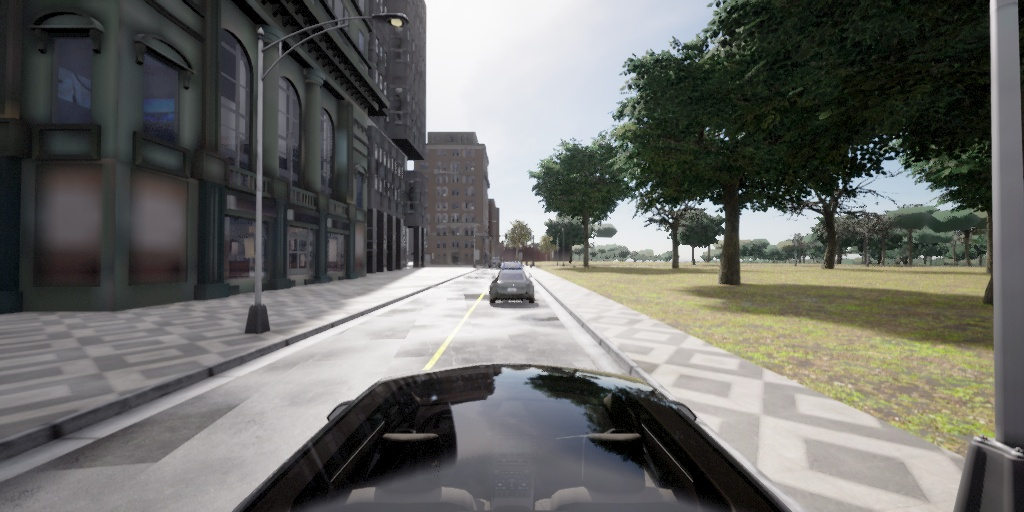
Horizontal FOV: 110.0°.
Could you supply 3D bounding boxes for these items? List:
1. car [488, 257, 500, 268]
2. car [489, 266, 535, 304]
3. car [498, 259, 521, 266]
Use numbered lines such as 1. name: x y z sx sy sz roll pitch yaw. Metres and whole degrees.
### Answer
1. car: -3.000 1.246 63.479 2.150 2.045 5.566 0 0 0
2. car: 0.000 1.328 16.502 1.994 1.385 4.181 0 0 0
3. car: 0.000 1.267 31.504 1.882 1.535 5.008 0 0 0
